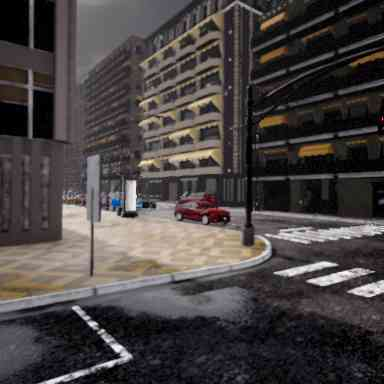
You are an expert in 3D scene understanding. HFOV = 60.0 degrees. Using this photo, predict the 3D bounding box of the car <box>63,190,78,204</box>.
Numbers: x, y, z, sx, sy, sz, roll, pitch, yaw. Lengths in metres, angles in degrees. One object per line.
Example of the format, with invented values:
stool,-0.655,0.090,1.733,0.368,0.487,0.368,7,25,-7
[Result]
car,-15.883,0.816,43.960,1.752,1.417,4.829,2,0,-36

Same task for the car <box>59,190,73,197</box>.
car,-29.111,0.290,76.505,1.967,1.590,4.097,2,0,-36

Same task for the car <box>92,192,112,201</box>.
car,-15.840,0.767,58.181,1.947,1.339,4.313,2,0,-36

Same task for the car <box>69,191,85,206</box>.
car,-12.664,0.921,39.516,1.887,1.381,4.507,2,0,-36

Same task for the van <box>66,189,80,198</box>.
van,-25.789,0.279,71.924,1.690,1.788,3.998,2,0,-36

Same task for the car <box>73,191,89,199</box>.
car,-22.576,0.548,67.481,1.752,1.417,4.829,2,0,-36

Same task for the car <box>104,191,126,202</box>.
car,-12.517,0.729,53.601,1.967,1.590,4.097,2,0,-36

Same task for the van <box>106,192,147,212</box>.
van,-6.021,0.893,30.355,1.690,1.788,3.998,2,0,-36

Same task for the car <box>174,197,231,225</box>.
car,0.610,1.272,21.193,1.887,1.381,4.507,2,0,-36

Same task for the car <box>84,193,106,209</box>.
car,-9.346,1.008,34.936,1.887,1.381,4.507,2,0,-36

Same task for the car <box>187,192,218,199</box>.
car,0.761,0.955,35.278,2.192,1.841,5.009,2,0,-36

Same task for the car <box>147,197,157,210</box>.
car,-5.426,1.017,33.924,1.882,1.535,5.008,1,1,-36
